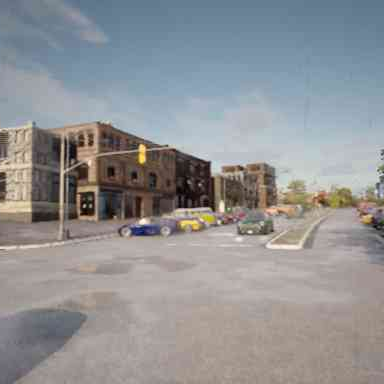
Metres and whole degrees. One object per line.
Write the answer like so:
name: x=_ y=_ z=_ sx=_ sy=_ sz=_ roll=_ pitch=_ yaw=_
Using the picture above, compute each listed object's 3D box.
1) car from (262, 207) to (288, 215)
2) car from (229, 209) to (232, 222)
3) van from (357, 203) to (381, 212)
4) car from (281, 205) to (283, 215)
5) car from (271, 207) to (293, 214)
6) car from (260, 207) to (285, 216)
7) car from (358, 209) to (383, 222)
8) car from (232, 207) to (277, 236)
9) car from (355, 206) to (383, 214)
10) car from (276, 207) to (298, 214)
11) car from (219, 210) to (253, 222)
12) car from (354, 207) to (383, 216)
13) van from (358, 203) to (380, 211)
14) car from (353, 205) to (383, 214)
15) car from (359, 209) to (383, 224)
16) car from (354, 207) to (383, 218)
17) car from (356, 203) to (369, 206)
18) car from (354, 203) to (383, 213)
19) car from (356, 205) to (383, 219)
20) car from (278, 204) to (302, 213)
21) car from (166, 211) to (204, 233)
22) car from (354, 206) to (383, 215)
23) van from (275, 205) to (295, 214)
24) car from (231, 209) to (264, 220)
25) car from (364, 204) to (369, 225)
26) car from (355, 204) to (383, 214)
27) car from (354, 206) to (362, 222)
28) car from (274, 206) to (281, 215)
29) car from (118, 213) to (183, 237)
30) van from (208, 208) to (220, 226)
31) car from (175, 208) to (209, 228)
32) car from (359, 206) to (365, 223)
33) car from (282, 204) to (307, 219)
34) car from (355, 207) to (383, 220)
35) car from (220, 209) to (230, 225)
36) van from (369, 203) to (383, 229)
car: x=18.072 y=4.202 z=72.572 sx=5.366 sy=1.575 sz=1.946 roll=-3 pitch=-3 yaw=7
car: x=2.614 y=3.156 z=39.881 sx=4.674 sy=1.452 sz=2.002 roll=-2 pitch=-3 yaw=3
van: x=42.210 y=3.664 z=79.376 sx=4.442 sy=1.987 sz=1.878 roll=-1 pitch=-2 yaw=8
car: x=15.516 y=4.025 z=67.184 sx=4.892 sy=1.521 sz=2.231 roll=-3 pitch=-3 yaw=7
car: x=21.010 y=4.397 z=77.897 sx=4.792 sy=1.488 sz=2.163 roll=-3 pitch=-3 yaw=7
car: x=16.868 y=4.111 z=69.882 sx=5.008 sy=1.535 sz=2.097 roll=-3 pitch=-3 yaw=7
car: x=21.243 y=2.570 z=36.853 sx=4.674 sy=1.452 sz=2.002 roll=-1 pitch=-2 yaw=4
car: x=4.848 y=2.272 z=25.174 sx=2.097 sy=1.767 sz=4.553 roll=-2 pitch=-3 yaw=22
car: x=34.073 y=3.393 z=63.544 sx=4.892 sy=1.521 sz=2.231 roll=-1 pitch=-3 yaw=7
car: x=23.831 y=4.534 z=83.228 sx=5.008 sy=1.535 sz=2.097 roll=-3 pitch=-3 yaw=8
car: x=6.310 y=3.436 z=48.150 sx=4.674 sy=1.452 sz=2.002 roll=-2 pitch=-3 yaw=4
car: x=28.793 y=3.084 z=52.946 sx=4.792 sy=1.488 sz=2.163 roll=-1 pitch=-3 yaw=6
van: x=43.591 y=3.747 z=82.014 sx=4.442 sy=1.987 sz=1.878 roll=-1 pitch=-2 yaw=8
car: x=35.254 y=3.475 z=66.198 sx=5.366 sy=1.575 sz=1.946 roll=-1 pitch=-2 yaw=7
car: x=20.049 y=2.480 z=34.145 sx=4.674 sy=1.452 sz=2.002 roll=-1 pitch=-3 yaw=4
car: x=26.184 y=2.883 z=47.615 sx=5.008 sy=1.535 sz=2.097 roll=-1 pitch=-3 yaw=6
car: x=22.425 y=2.494 z=39.563 sx=4.553 sy=1.767 sz=2.185 roll=-1 pitch=-2 yaw=5
car: x=36.834 y=3.306 z=68.825 sx=5.566 sy=2.045 sz=2.435 roll=-1 pitch=-3 yaw=8
car: x=24.959 y=2.670 z=44.930 sx=4.553 sy=1.767 sz=2.185 roll=-1 pitch=-2 yaw=5
car: x=25.193 y=4.368 z=85.898 sx=5.566 sy=2.045 sz=2.435 roll=-3 pitch=-3 yaw=8
car: x=-1.904 y=2.723 z=28.756 sx=5.366 sy=1.575 sz=1.946 roll=-2 pitch=-3 yaw=2
car: x=31.382 y=3.225 z=58.258 sx=5.008 sy=1.535 sz=2.097 roll=-1 pitch=-3 yaw=7
van: x=22.543 y=4.220 z=80.565 sx=4.442 sy=1.987 sz=1.878 roll=-3 pitch=-3 yaw=7
car: x=8.849 y=3.580 z=53.637 sx=5.008 sy=1.535 sz=2.097 roll=-2 pitch=-3 yaw=5
car: x=16.523 y=2.040 z=25.989 sx=4.553 sy=1.767 sz=2.185 roll=-1 pitch=-2 yaw=3
car: x=32.695 y=3.183 z=60.909 sx=4.553 sy=1.767 sz=2.185 roll=-1 pitch=-3 yaw=7
car: x=18.686 y=2.348 z=31.436 sx=5.366 sy=1.575 sz=1.946 roll=-1 pitch=-2 yaw=4
car: x=14.163 y=3.810 z=64.490 sx=4.553 sy=1.767 sz=2.185 roll=-2 pitch=-3 yaw=6
car: x=-3.373 y=2.680 z=26.071 sx=4.792 sy=1.488 sz=2.163 roll=-2 pitch=-3 yaw=2
van: x=0.334 y=2.697 z=34.347 sx=4.442 sy=1.987 sz=1.878 roll=-2 pitch=-3 yaw=3
car: x=-0.976 y=2.706 z=31.563 sx=4.553 sy=1.767 sz=2.185 roll=-2 pitch=-3 yaw=2
car: x=17.891 y=2.252 z=28.699 sx=5.366 sy=1.575 sz=1.946 roll=-1 pitch=-2 yaw=3
car: x=15.117 y=2.977 z=48.766 sx=2.097 sy=1.767 sz=4.553 roll=-3 pitch=-3 yaw=25
car: x=23.871 y=2.702 z=42.234 sx=5.366 sy=1.575 sz=1.946 roll=-1 pitch=-3 yaw=5
car: x=1.403 y=3.024 z=37.119 sx=4.892 sy=1.521 sz=2.231 roll=-2 pitch=-3 yaw=3
van: x=15.307 y=1.848 z=23.258 sx=4.442 sy=1.987 sz=1.878 roll=-1 pitch=-2 yaw=3
